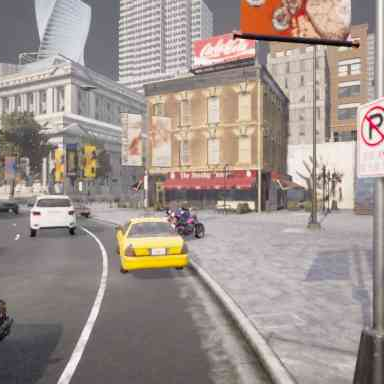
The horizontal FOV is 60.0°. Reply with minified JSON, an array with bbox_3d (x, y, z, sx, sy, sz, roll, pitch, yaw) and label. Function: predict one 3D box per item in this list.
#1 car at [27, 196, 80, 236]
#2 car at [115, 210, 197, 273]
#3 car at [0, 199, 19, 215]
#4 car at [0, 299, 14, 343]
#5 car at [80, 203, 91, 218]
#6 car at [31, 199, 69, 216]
[{"bbox_3d":[-7.959,1.215,18.785,2.150,2.045,5.566,0,0,-26],"label":"car"},{"bbox_3d":[-1.478,1.456,10.764,1.801,1.575,5.366,0,0,-15],"label":"car"},{"bbox_3d":[-18.890,1.488,33.138,4.892,1.490,1.837,0,0,44],"label":"car"},{"bbox_3d":[-3.262,1.545,2.140,2.033,1.411,5.357,0,0,-4],"label":"car"},{"bbox_3d":[-10.377,1.586,28.766,1.895,1.301,4.718,0,0,-34],"label":"car"},{"bbox_3d":[-14.167,1.507,33.065,2.002,1.452,4.674,0,0,-44],"label":"car"}]
